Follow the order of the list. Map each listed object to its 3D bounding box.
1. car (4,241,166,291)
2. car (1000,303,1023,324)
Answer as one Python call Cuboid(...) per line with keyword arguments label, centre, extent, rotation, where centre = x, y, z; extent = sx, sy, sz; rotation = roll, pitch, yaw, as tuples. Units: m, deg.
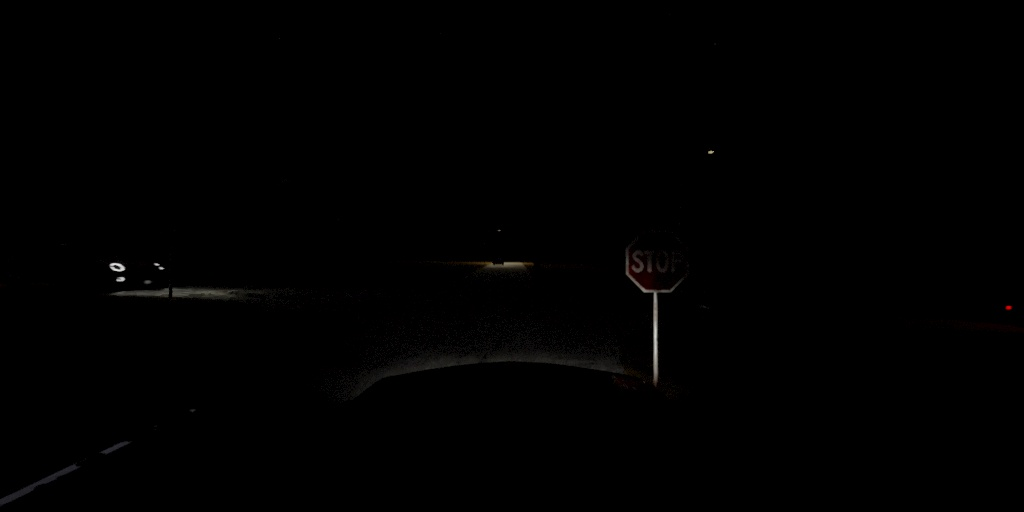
Cuboid(label="car", centre=(-16.563, 0.352, 14.123), extent=(4.553, 1.767, 2.097), rotation=(2, -1, 0))
Cuboid(label="car", centre=(22.861, 2.258, 14.194), extent=(4.718, 1.301, 1.895), rotation=(2, -1, 0))
